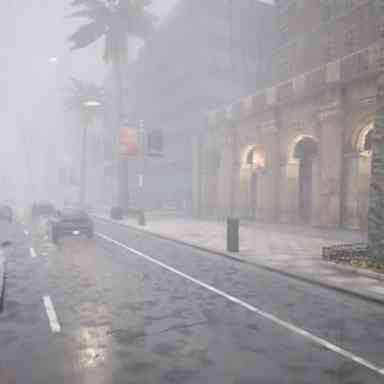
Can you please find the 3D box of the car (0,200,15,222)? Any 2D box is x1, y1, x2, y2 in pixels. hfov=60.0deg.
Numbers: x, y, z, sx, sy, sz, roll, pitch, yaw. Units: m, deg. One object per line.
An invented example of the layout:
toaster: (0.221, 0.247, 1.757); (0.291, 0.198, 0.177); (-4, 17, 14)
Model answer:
car: (-15.260, 1.644, 26.285); (2.033, 1.411, 5.357); (0, 0, -28)

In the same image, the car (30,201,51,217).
car: (-15.184, 1.607, 33.555); (1.882, 1.535, 5.008); (0, 0, -28)

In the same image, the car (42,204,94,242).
car: (-6.357, 1.573, 17.086); (1.837, 1.490, 4.892); (0, 0, -28)

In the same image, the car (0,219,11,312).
car: (-4.975, 1.551, 7.065); (1.812, 1.442, 4.674); (0, 0, -28)

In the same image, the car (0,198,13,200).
car: (-33.916, 1.747, 60.604); (1.812, 1.442, 4.674); (0, 0, -6)
